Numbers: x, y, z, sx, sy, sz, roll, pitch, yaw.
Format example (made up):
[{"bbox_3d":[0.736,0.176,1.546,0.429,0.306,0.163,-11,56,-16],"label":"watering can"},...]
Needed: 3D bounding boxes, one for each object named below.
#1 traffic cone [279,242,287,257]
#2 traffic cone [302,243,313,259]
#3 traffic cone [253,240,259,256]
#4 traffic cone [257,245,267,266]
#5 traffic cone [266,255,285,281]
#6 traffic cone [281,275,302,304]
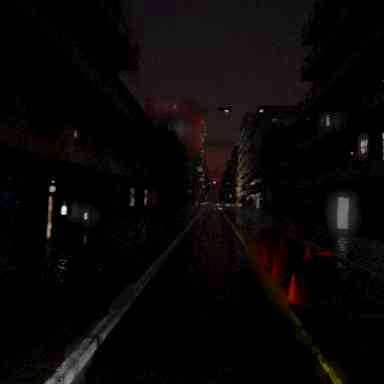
[{"bbox_3d":[3.630,2.293,13.359,0.340,0.580,0.340,2,-1,4],"label":"traffic cone"},{"bbox_3d":[4.626,2.336,13.294,0.340,0.580,0.340,2,-1,4],"label":"traffic cone"},{"bbox_3d":[2.633,2.250,13.424,0.340,0.580,0.340,2,-1,4],"label":"traffic cone"},{"bbox_3d":[2.505,2.216,11.428,0.340,0.580,0.340,2,-1,4],"label":"traffic cone"},{"bbox_3d":[2.376,2.183,9.432,0.340,0.580,0.340,2,-1,4],"label":"traffic cone"},{"bbox_3d":[2.248,2.150,7.436,0.340,0.580,0.340,2,-1,4],"label":"traffic cone"}]
